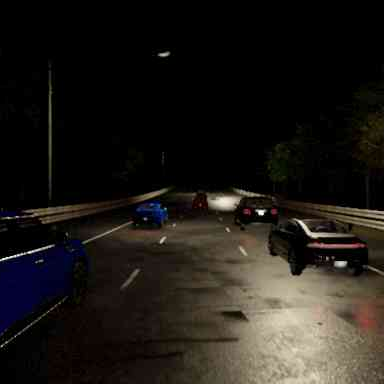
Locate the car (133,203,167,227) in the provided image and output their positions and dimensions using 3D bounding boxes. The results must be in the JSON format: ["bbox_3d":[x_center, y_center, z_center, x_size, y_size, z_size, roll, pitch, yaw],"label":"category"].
[{"bbox_3d":[-2.860,1.539,23.385,1.882,1.535,5.008,0,0,2],"label":"car"}]

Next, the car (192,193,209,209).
[{"bbox_3d":[1.046,1.275,41.442,1.882,1.535,5.008,0,1,2],"label":"car"}]

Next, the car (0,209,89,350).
[{"bbox_3d":[-3.325,1.244,4.865,2.150,2.045,5.566,0,0,1],"label":"car"}]

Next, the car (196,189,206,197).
[{"bbox_3d":[1.963,0.178,73.726,2.128,1.511,4.902,0,2,2],"label":"car"}]

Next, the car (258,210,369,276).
[{"bbox_3d":[3.678,1.548,10.508,2.128,1.511,4.902,0,0,2],"label":"car"}]

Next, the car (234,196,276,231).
[{"bbox_3d":[3.989,1.293,21.527,2.150,2.045,5.566,0,0,2],"label":"car"}]

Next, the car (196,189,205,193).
[{"bbox_3d":[1.562,0.814,56.099,1.882,1.535,5.008,0,2,2],"label":"car"}]
